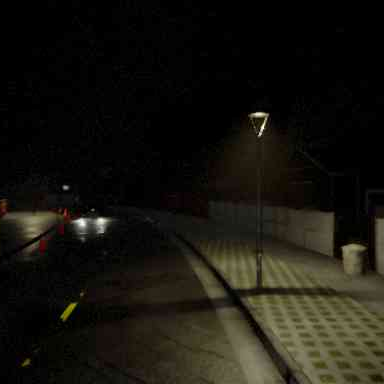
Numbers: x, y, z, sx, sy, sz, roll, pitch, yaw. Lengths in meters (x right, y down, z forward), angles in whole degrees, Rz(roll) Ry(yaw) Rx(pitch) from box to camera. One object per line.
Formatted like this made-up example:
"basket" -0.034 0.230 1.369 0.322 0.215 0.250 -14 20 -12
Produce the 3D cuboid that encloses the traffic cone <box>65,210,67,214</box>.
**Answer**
"traffic cone" -9.959 1.908 26.932 0.340 0.580 0.340 0 0 -22

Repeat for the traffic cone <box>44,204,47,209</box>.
"traffic cone" -19.306 1.888 43.860 0.340 0.580 0.340 0 0 -36

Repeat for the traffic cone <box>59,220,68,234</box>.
"traffic cone" -6.924 1.927 17.733 0.340 0.580 0.340 0 0 -15

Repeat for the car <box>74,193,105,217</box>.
"car" -9.627 1.157 30.917 2.150 2.045 5.566 0 0 -25

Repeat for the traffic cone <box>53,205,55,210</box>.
"traffic cone" -16.581 1.891 39.853 0.340 0.580 0.340 0 0 -32

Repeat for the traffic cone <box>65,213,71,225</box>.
"traffic cone" -8.299 1.917 22.379 0.340 0.580 0.340 0 0 -18

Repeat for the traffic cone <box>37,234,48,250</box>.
"traffic cone" -5.839 1.939 13.010 0.340 0.580 0.340 0 0 -11

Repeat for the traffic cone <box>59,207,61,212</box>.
"traffic cone" -14.108 1.895 35.685 0.340 0.580 0.340 0 0 -29
